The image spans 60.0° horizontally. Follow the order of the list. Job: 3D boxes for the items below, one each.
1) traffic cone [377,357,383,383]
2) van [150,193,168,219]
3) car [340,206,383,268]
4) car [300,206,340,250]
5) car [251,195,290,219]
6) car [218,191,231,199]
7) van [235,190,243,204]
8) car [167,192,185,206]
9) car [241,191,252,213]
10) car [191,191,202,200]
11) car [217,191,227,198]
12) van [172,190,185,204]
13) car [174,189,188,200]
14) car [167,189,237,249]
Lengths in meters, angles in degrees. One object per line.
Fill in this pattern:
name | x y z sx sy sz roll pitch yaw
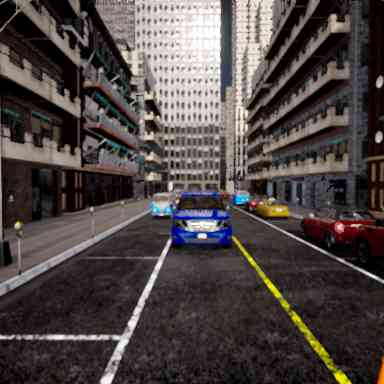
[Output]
traffic cone | 1.958 1.902 3.338 0.340 0.580 0.340 0 1 0
van | -2.036 0.958 24.389 1.690 1.788 3.998 -1 1 0
car | 5.715 1.196 7.702 2.192 1.841 5.009 -1 1 0
car | 5.759 1.235 13.252 1.967 1.590 4.097 -1 1 0
car | 5.848 1.144 24.520 1.752 1.417 4.829 -1 1 0
car | 6.147 0.555 63.188 1.887 1.381 4.507 -1 1 0
van | 5.973 0.702 40.992 1.690 1.788 3.998 -1 1 0
car | -1.906 0.796 41.035 1.967 1.590 4.097 -1 1 0
car | 5.888 0.975 29.897 1.967 1.590 4.097 -1 1 0
car | 0.791 0.632 56.950 1.812 1.442 4.674 0 1 0
car | 6.192 0.445 68.906 1.752 1.417 4.829 -1 1 0
van | -1.864 0.610 46.581 1.690 1.788 3.998 -1 1 0
car | -1.778 0.408 57.678 2.192 1.841 5.009 -1 1 0
car | 0.359 0.995 13.764 2.150 2.045 5.566 0 2 0
